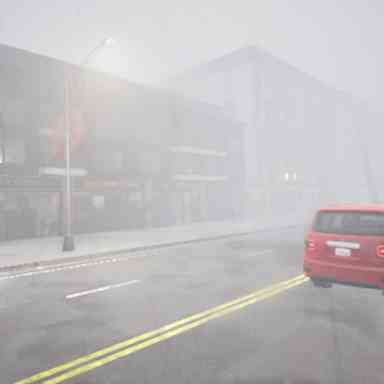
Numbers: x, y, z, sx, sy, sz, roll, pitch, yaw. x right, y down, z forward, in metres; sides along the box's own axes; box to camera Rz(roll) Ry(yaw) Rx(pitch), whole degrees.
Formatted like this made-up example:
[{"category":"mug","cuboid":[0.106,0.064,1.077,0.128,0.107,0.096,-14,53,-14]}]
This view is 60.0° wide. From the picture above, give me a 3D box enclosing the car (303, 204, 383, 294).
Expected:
[{"category":"car","cuboid":[4.949,1.320,8.662,2.150,2.045,5.566,-2,-2,45]}]
